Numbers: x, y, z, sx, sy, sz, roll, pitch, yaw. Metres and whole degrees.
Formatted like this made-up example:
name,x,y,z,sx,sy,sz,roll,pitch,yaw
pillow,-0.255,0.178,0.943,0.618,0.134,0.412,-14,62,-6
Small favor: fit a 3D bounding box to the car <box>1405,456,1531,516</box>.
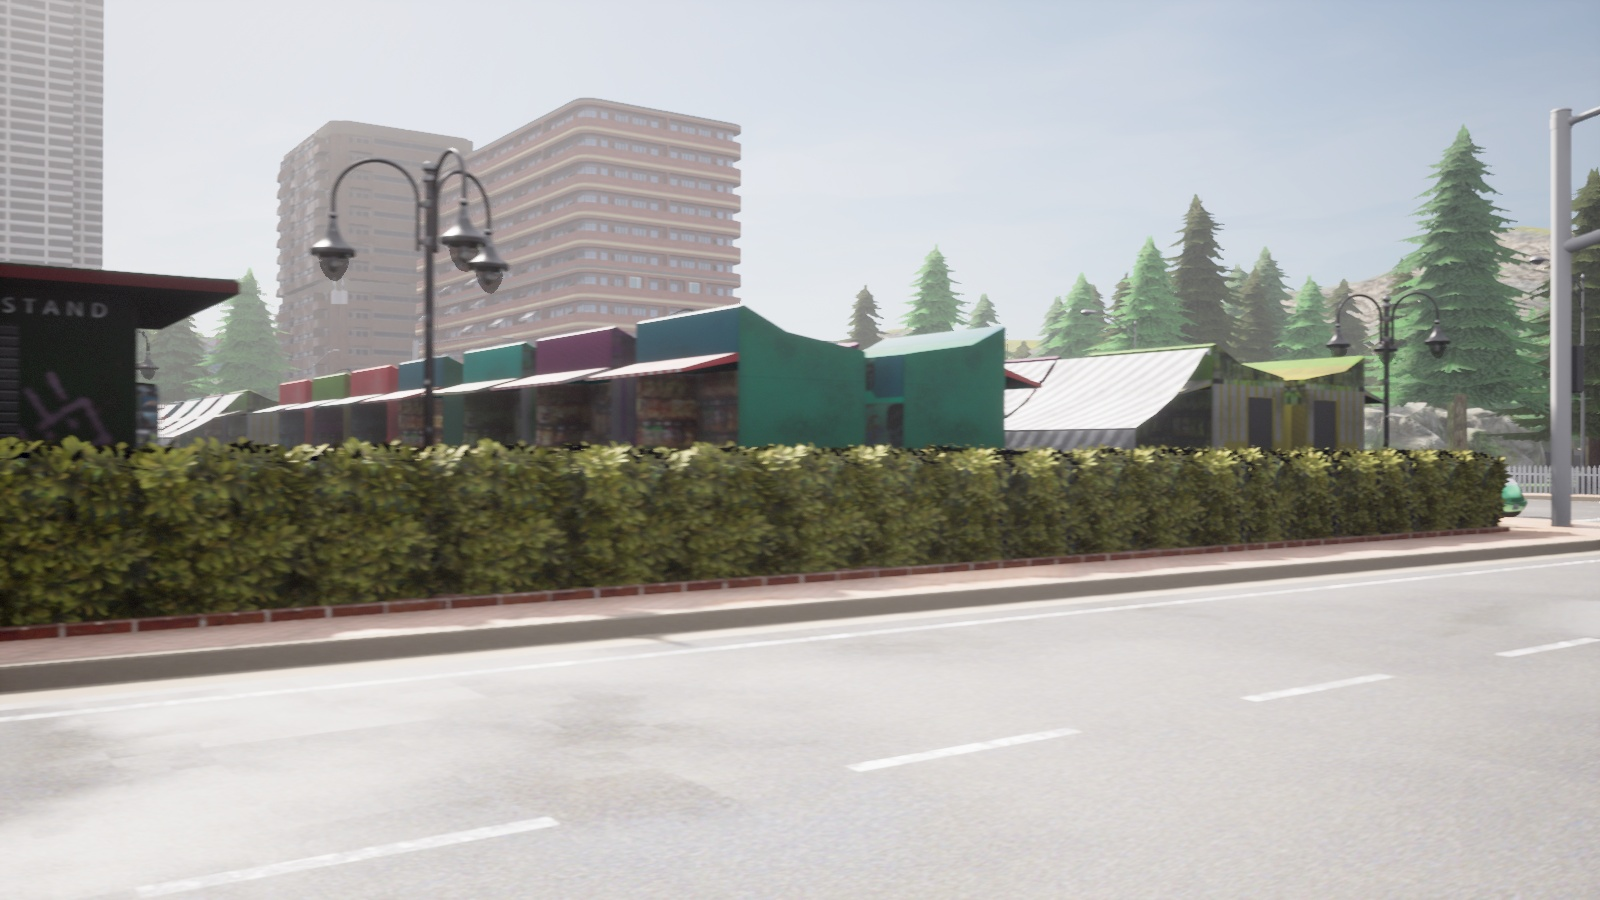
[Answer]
name,x,y,z,sx,sy,sz,roll,pitch,yaw
car,15.952,0.838,30.043,1.481,1.376,2.207,0,0,-34
